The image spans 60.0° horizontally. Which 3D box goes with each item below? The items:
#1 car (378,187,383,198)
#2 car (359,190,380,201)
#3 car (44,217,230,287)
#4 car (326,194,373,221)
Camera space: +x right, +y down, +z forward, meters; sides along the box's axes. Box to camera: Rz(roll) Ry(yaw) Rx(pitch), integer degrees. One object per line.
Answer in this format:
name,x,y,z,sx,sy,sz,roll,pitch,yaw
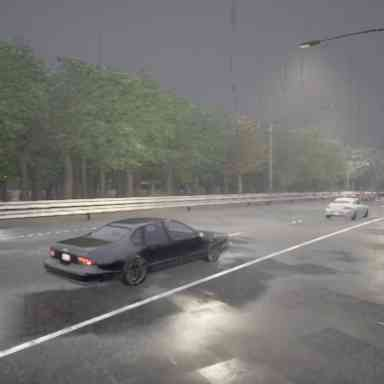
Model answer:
car,33.235,0.239,56.501,5.566,2.045,2.150,-1,1,-43
car,25.401,0.714,48.707,4.181,1.385,1.994,-1,1,-45
car,-1.097,1.402,9.043,2.033,1.411,5.357,1,1,39
car,10.845,1.136,23.151,1.812,1.442,4.674,1,1,41
